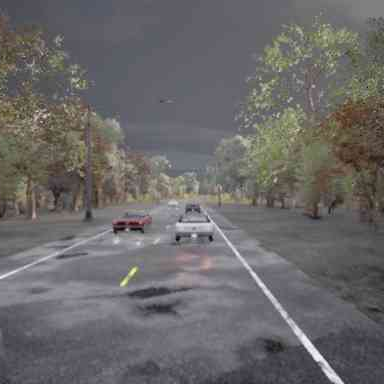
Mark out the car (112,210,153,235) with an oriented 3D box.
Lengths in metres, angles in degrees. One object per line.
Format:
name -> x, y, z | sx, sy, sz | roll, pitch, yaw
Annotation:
car -> -3.589, 1.823, 20.742 | 1.895, 1.301, 4.718 | 0, -1, 0

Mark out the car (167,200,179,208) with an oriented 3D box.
car -> -3.497, 2.151, 61.563 | 1.812, 1.442, 4.674 | 0, -1, 1

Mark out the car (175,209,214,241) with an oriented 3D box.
car -> 0.111, 1.795, 17.935 | 1.895, 1.301, 4.718 | 0, -1, 0

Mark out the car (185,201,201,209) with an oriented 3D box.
car -> 0.122, 1.940, 42.124 | 1.837, 1.490, 4.892 | 0, 0, 0
